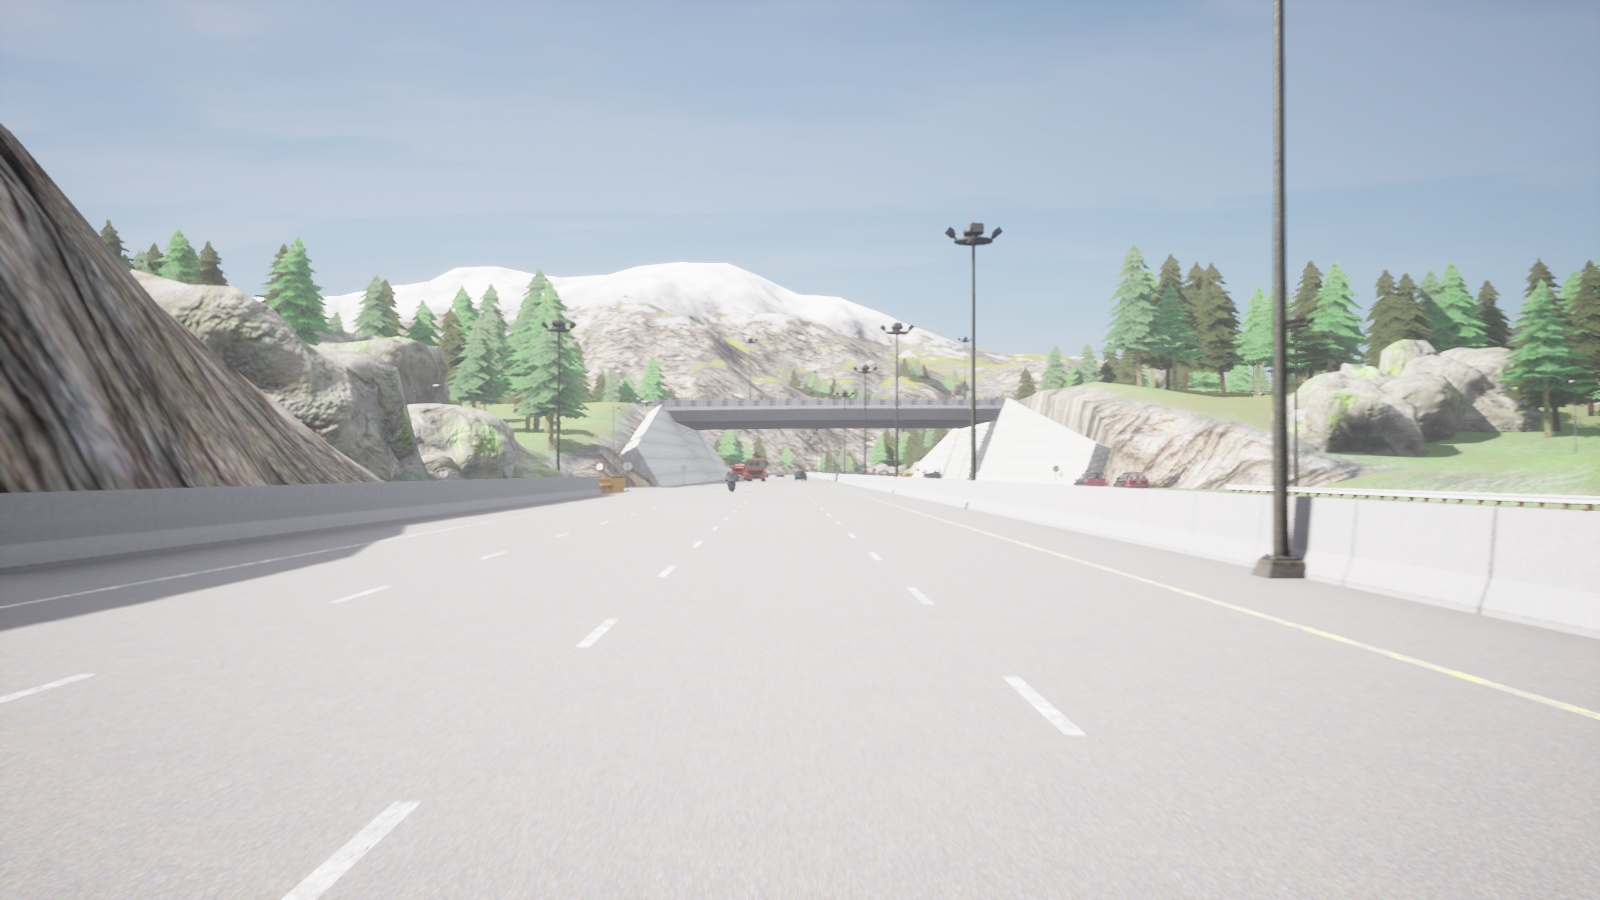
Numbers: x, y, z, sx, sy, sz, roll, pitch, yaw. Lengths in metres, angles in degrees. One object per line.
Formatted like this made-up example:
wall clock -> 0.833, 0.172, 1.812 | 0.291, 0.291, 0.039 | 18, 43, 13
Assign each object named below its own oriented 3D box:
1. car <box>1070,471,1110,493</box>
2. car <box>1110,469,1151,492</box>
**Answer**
car -> 19.613, 2.146, 85.052 | 1.845, 1.501, 3.633 | 0, -1, -1
car -> 23.068, 2.139, 87.770 | 1.789, 1.549, 3.705 | 0, -1, -1
